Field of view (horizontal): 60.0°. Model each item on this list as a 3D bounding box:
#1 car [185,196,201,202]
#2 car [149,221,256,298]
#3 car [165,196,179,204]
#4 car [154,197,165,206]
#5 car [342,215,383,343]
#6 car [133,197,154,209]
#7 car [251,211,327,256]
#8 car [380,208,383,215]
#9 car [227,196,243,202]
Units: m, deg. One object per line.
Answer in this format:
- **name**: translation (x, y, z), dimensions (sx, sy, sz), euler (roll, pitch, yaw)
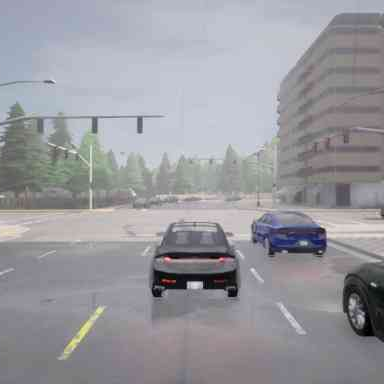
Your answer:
- **car**: translation (0.238, 1.595, 75.443), dimensions (1.895, 1.301, 4.718), euler (0, 0, 31)
- **car**: translation (0.069, 1.492, 8.511), dimensions (2.128, 1.511, 4.902), euler (0, 0, 0)
- **car**: translation (-4.211, 1.505, 66.276), dimensions (1.837, 1.490, 4.892), euler (0, 0, 20)
- **car**: translation (-6.356, 1.525, 56.307), dimensions (1.812, 1.442, 4.674), euler (0, 0, 8)
- **car**: translation (3.601, 1.352, 3.818), dimensions (2.097, 1.767, 4.553), euler (0, 0, 0)
- **car**: translation (-6.975, 1.526, 46.403), dimensions (1.812, 1.442, 4.674), euler (0, 0, 2)
- **car**: translation (3.588, 1.478, 13.132), dimensions (1.882, 1.535, 5.008), euler (0, 0, 0)
- **car**: translation (18.392, 1.619, 28.340), dimensions (4.181, 1.385, 1.994), euler (0, 0, 0)
- **car**: translation (9.921, 1.552, 76.525), dimensions (4.181, 1.385, 1.994), euler (0, 0, -45)
